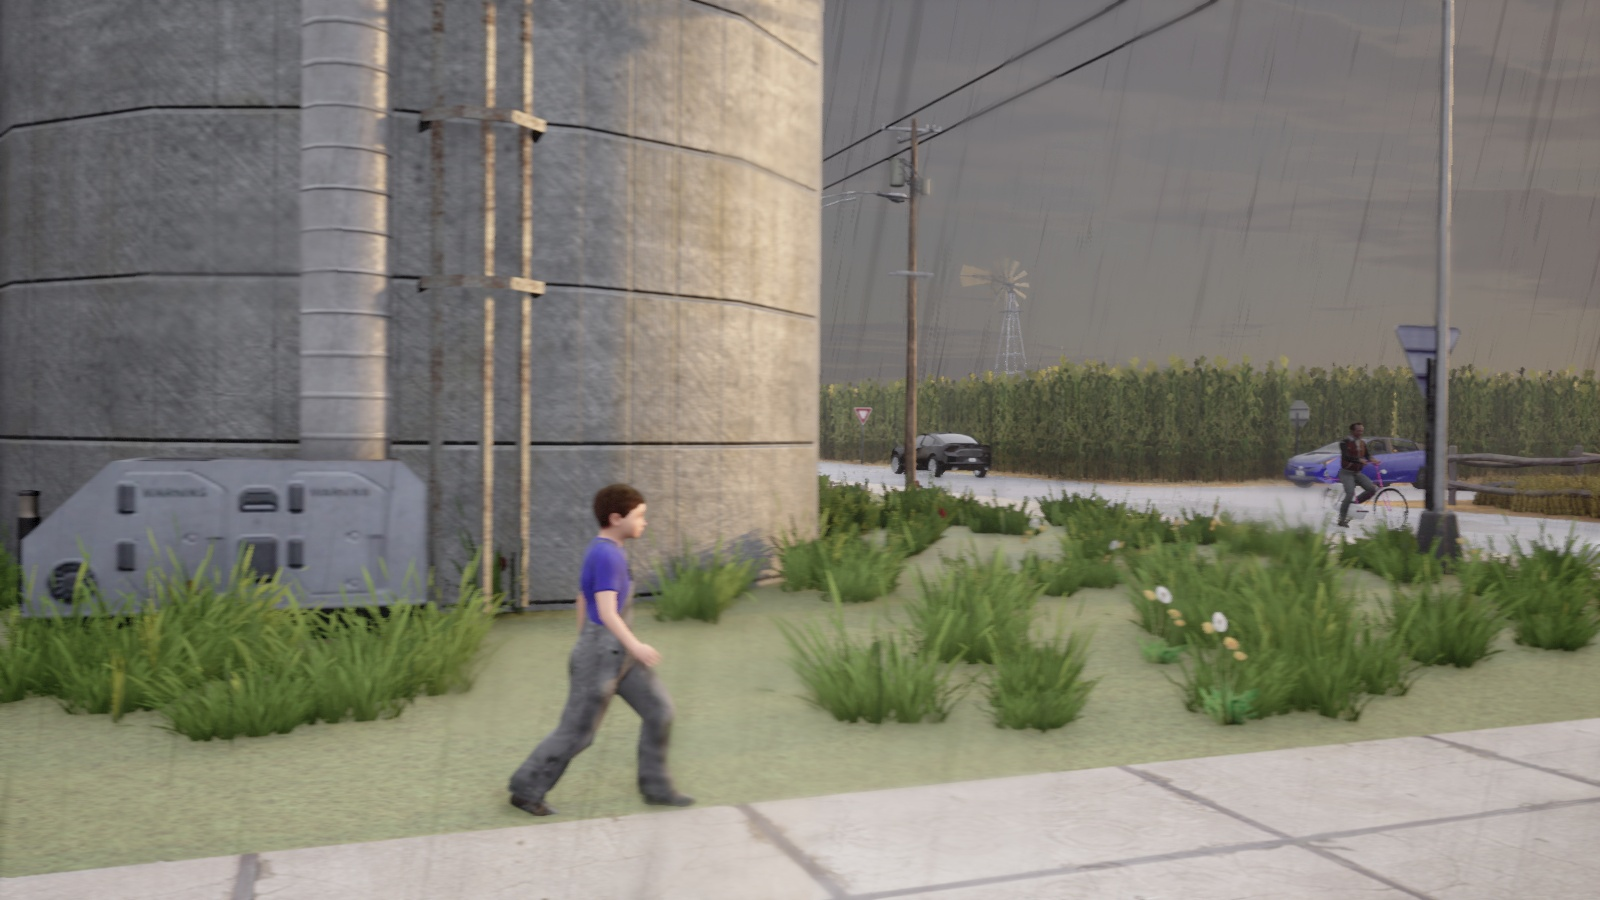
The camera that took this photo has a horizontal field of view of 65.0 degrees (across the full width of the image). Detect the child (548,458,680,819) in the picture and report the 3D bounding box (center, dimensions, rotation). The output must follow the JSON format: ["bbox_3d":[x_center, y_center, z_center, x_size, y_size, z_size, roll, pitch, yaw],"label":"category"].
[{"bbox_3d":[-0.668,0.666,4.570,0.437,1.263,0.270,-1,1,-3],"label":"child"}]

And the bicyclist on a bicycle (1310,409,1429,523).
[{"bbox_3d":[9.293,0.233,20.576,0.659,1.776,1.843,-1,1,-20],"label":"bicyclist on a bicycle"}]

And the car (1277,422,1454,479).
[{"bbox_3d":[16.295,-0.020,36.205,4.514,1.525,2.007,-1,1,-20],"label":"car"}]

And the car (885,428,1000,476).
[{"bbox_3d":[4.814,0.021,43.185,1.882,1.535,5.008,-1,1,-20],"label":"car"}]
